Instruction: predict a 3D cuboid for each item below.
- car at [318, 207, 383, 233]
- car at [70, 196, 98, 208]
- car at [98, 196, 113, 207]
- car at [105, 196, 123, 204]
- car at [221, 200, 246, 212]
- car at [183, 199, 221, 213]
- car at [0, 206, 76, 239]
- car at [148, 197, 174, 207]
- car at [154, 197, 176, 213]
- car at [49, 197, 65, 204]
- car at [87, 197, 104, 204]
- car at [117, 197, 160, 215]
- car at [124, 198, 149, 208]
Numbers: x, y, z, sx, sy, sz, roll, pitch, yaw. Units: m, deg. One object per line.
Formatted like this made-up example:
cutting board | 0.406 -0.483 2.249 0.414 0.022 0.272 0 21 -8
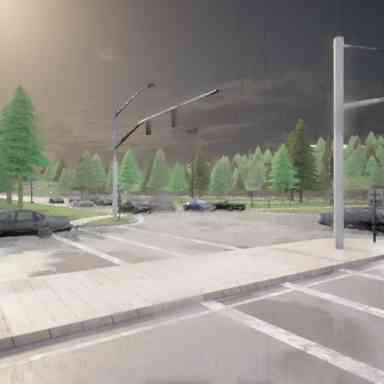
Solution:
car | 9.636 1.548 18.192 2.033 1.411 5.357 0 0 -35
car | -15.796 1.601 48.359 1.895 1.301 4.718 0 0 -35
car | -13.038 1.547 50.522 2.033 1.411 5.357 0 0 -35
car | -15.590 1.564 66.505 1.994 1.385 4.181 0 0 -35
car | 4.055 1.601 38.335 1.895 1.301 4.718 0 0 -35
car | 0.712 1.526 37.008 1.812 1.442 4.674 0 0 -35
car | -8.590 1.547 15.905 5.357 1.411 2.033 0 0 -30
car | -4.774 1.506 50.931 1.837 1.490 4.892 0 0 -35
car | -3.474 1.564 36.882 1.994 1.385 4.181 0 0 -35
car | -25.278 1.548 62.017 2.033 1.411 5.357 0 0 -35
car | -18.990 1.601 65.238 1.895 1.301 4.718 0 0 -35
car | -5.746 1.547 34.012 2.033 1.411 5.357 0 0 -35
car | -8.383 1.564 49.980 1.994 1.385 4.181 0 0 -35
